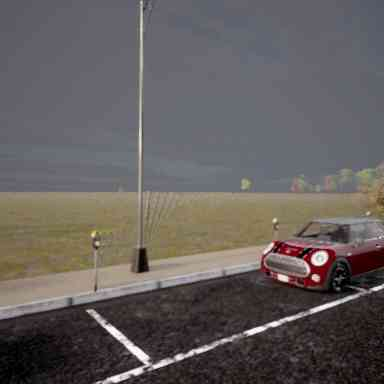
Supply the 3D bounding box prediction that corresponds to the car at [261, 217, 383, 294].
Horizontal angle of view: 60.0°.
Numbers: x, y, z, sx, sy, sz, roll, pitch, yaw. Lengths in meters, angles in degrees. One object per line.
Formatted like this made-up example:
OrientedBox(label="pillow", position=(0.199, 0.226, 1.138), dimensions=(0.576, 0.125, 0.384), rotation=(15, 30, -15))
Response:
OrientedBox(label="car", position=(3.699, 1.427, 8.728), dimensions=(4.097, 1.590, 1.967), rotation=(0, 1, -36))
